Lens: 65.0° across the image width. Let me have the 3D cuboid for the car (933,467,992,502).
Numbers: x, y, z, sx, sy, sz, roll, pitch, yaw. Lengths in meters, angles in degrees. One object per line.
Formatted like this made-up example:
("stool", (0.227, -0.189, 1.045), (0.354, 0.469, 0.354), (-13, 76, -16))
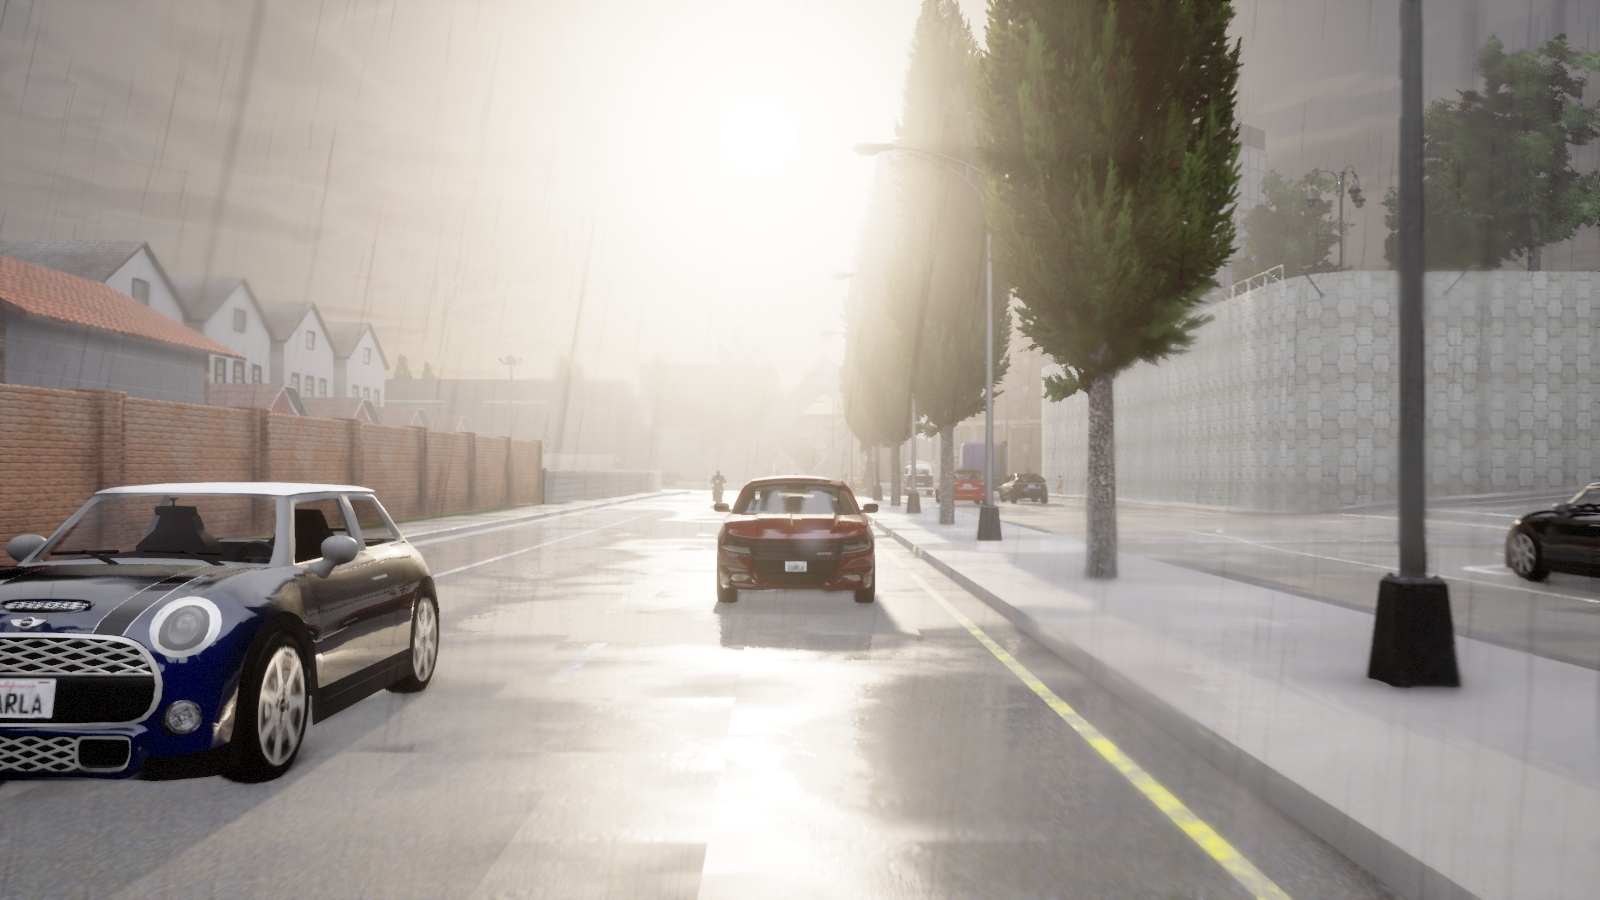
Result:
("car", (7.847, 1.649, 61.025), (2.242, 1.667, 4.611), (0, -1, 0))

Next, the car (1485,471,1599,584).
("car", (11.456, 1.024, 17.281), (1.970, 1.475, 3.806), (0, -1, 0))

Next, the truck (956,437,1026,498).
("truck", (11.309, 1.045, 75.046), (2.891, 3.462, 7.936), (0, -1, 0))

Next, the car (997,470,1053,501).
("car", (11.341, 1.782, 63.678), (2.007, 1.525, 4.514), (0, -1, 0))

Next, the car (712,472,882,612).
("car", (-0.041, 1.069, 16.489), (1.882, 1.535, 5.008), (0, -1, 0))

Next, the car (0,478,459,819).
("car", (-3.519, 0.919, 7.450), (1.970, 1.475, 3.806), (0, -1, 0))

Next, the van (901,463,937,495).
("van", (7.883, 1.909, 83.782), (2.069, 2.038, 4.480), (0, -1, 1))

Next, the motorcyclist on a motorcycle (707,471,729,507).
("motorcyclist on a motorcycle", (-3.640, 1.720, 56.014), (0.866, 1.590, 1.817), (0, -1, 0))
